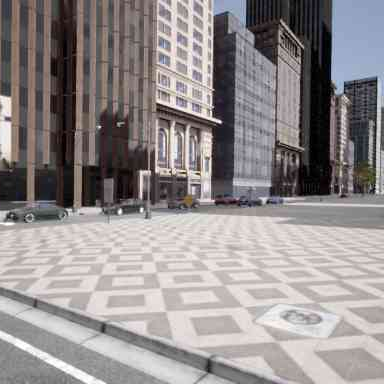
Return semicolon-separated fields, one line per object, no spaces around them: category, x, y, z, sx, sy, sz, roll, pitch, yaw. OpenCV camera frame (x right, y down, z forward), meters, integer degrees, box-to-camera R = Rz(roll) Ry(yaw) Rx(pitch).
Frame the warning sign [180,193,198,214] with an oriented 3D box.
warning sign;-0.259;1.074;30.681;1.300;1.860;1.060;1;1;35

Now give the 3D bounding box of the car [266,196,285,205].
car;13.947;1.358;55.469;1.994;1.385;4.181;1;1;35

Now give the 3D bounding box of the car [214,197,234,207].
car;5.141;1.390;48.310;1.895;1.301;4.718;1;1;36

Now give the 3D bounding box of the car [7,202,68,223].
car;-11.464;1.467;24.925;1.994;1.385;4.181;1;1;35

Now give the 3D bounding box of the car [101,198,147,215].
car;-6.452;1.374;32.001;1.837;1.490;4.892;1;1;35

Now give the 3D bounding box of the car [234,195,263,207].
car;8.347;1.189;47.464;2.097;1.767;4.553;1;1;36

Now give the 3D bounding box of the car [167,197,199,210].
car;-1.005;1.336;39.693;1.837;1.490;4.892;1;1;35
